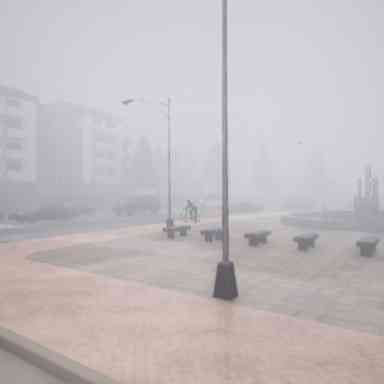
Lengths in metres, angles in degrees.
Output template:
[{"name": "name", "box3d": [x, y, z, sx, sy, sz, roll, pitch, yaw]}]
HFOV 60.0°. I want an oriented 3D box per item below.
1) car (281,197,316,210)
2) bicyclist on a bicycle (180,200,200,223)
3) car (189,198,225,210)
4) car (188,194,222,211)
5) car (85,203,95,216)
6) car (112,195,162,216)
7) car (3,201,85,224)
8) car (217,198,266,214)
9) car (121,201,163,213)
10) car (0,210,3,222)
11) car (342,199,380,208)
[{"name": "car", "box3d": [14.345, 1.424, 44.774, 4.553, 1.767, 2.097, 0, 0, -22]}, {"name": "bicyclist on a bicycle", "box3d": [-0.139, 1.369, 23.476, 1.656, 1.620, 0.582, -1, 0, 33]}, {"name": "car", "box3d": [2.179, 1.631, 46.446, 4.892, 1.490, 1.837, 0, 0, -33]}, {"name": "car", "box3d": [2.118, 1.336, 42.166, 5.566, 2.045, 2.150, 0, 0, -36]}, {"name": "car", "box3d": [-11.702, 1.668, 32.623, 1.812, 1.442, 4.674, 0, 0, 36]}, {"name": "car", "box3d": [-5.654, 1.346, 34.884, 2.150, 2.045, 5.566, 0, 0, 40]}, {"name": "car", "box3d": [-11.656, 1.672, 26.658, 2.033, 1.411, 5.357, 0, 0, 33]}, {"name": "car", "box3d": [5.650, 1.629, 36.123, 5.357, 1.411, 2.033, 0, 0, -37]}, {"name": "car", "box3d": [-5.918, 1.741, 39.778, 1.895, 1.301, 4.718, 0, 0, 45]}, {"name": "car", "box3d": [-16.614, 1.705, 25.372, 1.994, 1.385, 4.181, 0, 0, 34]}, {"name": "car", "box3d": [24.026, 1.641, 47.323, 4.718, 1.301, 1.895, 0, 0, -7]}]
